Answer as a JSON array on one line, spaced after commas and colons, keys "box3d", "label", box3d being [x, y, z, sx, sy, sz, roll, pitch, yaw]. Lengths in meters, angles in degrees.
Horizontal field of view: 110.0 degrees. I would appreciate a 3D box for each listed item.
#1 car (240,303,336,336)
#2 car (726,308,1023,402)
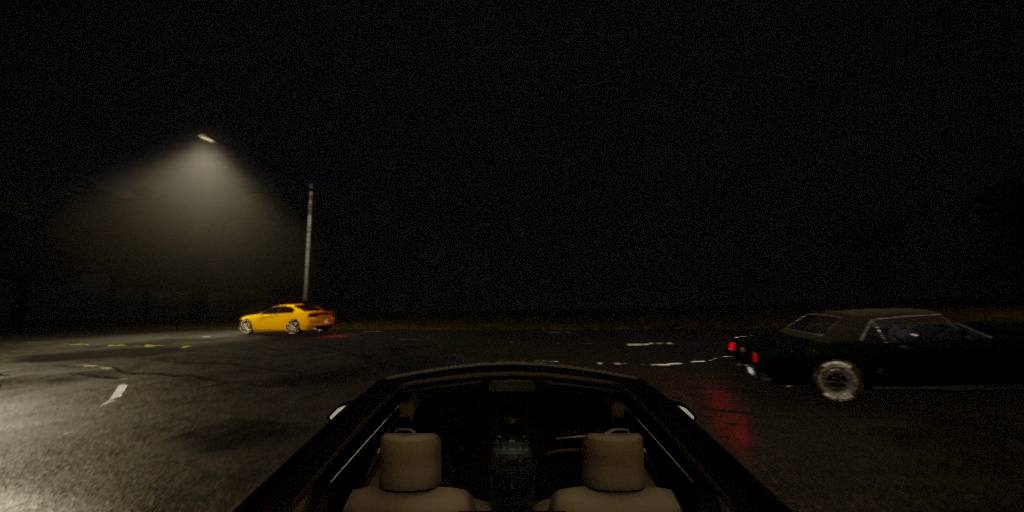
[{"box3d": [-11.527, 3.224, 18.455, 5.008, 1.535, 1.882, -3, -8, 17], "label": "car"}, {"box3d": [6.357, 1.495, 5.856, 4.718, 1.301, 1.895, -7, -7, 15], "label": "car"}]
